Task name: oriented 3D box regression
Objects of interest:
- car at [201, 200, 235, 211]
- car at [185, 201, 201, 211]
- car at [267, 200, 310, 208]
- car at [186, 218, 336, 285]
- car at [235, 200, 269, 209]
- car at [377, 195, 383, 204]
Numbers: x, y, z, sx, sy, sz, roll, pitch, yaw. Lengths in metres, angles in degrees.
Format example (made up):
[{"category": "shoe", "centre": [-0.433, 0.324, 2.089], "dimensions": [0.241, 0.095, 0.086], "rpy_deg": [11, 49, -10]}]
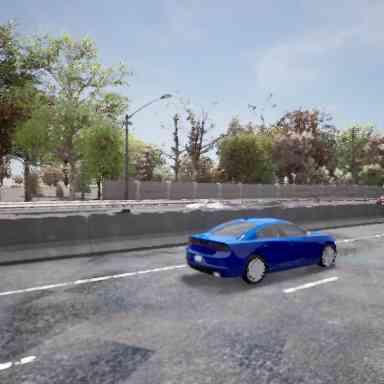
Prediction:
[{"category": "car", "centre": [3.561, 1.612, 32.321], "dimensions": [4.718, 1.301, 1.895], "rpy_deg": [0, 0, -35]}, {"category": "car", "centre": [1.409, 1.537, 34.701], "dimensions": [4.674, 1.442, 1.812], "rpy_deg": [0, 0, -37]}, {"category": "car", "centre": [8.505, 1.577, 27.247], "dimensions": [4.181, 1.385, 1.994], "rpy_deg": [0, 0, -35]}, {"category": "car", "centre": [2.170, 1.480, 9.598], "dimensions": [5.008, 1.535, 1.882], "rpy_deg": [0, 0, -35]}, {"category": "car", "centre": [6.590, 1.518, 30.180], "dimensions": [4.892, 1.490, 1.837], "rpy_deg": [0, 0, -35]}, {"category": "car", "centre": [35.082, 1.288, 58.973], "dimensions": [5.566, 2.045, 2.150], "rpy_deg": [0, 0, -35]}]
